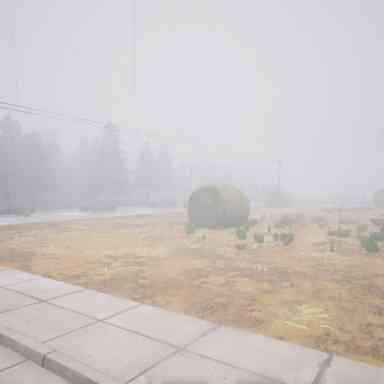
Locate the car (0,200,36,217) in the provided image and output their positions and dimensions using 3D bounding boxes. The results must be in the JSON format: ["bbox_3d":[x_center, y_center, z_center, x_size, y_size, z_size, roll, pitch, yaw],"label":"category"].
[{"bbox_3d":[-16.551,1.518,29.728,2.128,1.511,4.902,0,0,37],"label":"car"}]

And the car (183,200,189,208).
[{"bbox_3d":[0.621,1.590,46.676,1.994,1.385,4.181,0,0,37],"label":"car"}]

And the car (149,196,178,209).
[{"bbox_3d":[-3.993,1.380,46.707,2.097,1.767,4.553,0,0,34],"label":"car"}]

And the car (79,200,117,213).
[{"bbox_3d":[-10.627,1.591,37.714,1.994,1.385,4.181,0,0,37],"label":"car"}]
